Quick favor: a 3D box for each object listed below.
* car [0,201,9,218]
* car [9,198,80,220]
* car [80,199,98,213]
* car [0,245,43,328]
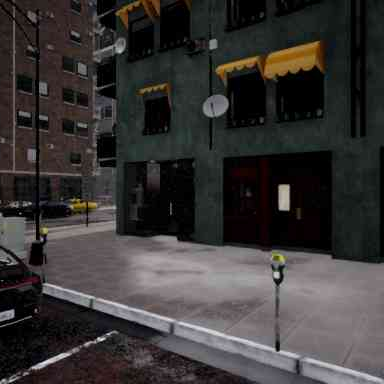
[{"bbox_3d":[-14.045,1.350,26.058,2.008,1.369,4.403,1,1,35],"label":"car"},{"bbox_3d":[-11.226,1.346,25.589,1.994,1.385,4.181,0,1,35],"label":"car"},{"bbox_3d":[-10.958,1.250,30.486,1.752,1.417,4.829,1,1,35],"label":"car"},{"bbox_3d":[-4.469,1.552,6.054,4.403,1.369,2.008,0,0,35],"label":"car"}]
